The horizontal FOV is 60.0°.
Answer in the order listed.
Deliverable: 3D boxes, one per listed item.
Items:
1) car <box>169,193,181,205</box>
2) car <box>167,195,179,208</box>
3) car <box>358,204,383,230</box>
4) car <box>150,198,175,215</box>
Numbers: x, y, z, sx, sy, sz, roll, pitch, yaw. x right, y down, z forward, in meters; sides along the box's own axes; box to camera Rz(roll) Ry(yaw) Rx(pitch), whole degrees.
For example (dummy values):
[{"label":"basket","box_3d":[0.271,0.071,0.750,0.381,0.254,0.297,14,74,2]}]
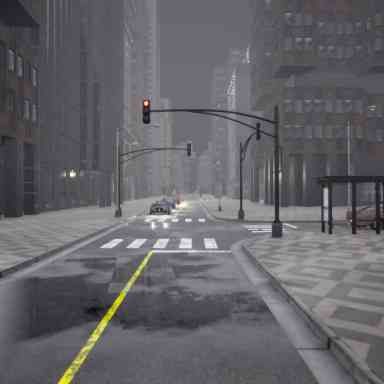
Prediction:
[{"label":"car","box_3d":[-3.192,1.236,58.305,2.150,2.045,5.566,0,0,0]},{"label":"car","box_3d":[-3.180,1.488,44.556,1.882,1.535,5.008,0,0,0]},{"label":"car","box_3d":[11.470,1.430,19.142,4.674,1.442,1.812,0,-1,0]},{"label":"car","box_3d":[-3.162,1.572,34.144,1.994,1.385,4.181,0,0,0]}]
